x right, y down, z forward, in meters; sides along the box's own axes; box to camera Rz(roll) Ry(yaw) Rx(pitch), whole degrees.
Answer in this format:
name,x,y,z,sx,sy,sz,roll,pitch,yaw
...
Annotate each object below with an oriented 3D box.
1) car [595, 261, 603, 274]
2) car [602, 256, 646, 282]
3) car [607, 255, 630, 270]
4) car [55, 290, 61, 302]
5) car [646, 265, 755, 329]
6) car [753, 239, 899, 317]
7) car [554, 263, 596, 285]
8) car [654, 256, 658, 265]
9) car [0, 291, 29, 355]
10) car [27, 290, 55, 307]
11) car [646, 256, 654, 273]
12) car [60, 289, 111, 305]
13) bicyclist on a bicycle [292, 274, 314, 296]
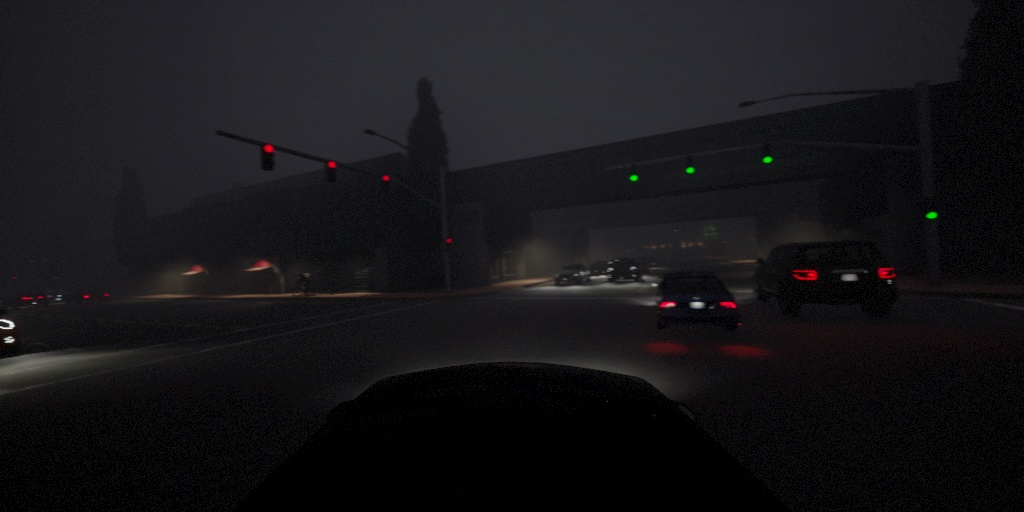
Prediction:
name,x,y,z,sx,sy,sz,roll,pitch,yaw
car,8.783,1.197,35.695,1.994,1.385,4.181,-3,-1,25
car,8.433,0.912,26.689,2.097,1.767,4.553,-3,-1,25
car,14.046,0.824,46.997,2.097,1.767,4.553,-3,-1,25
car,-48.853,4.293,38.021,4.718,1.301,1.895,-3,-1,26
car,5.105,1.116,10.347,2.033,1.411,5.357,-3,-1,22
car,9.232,0.580,11.140,2.150,2.045,5.566,-3,-1,23
car,4.605,1.288,26.734,1.812,1.442,4.674,-3,-1,25
car,18.316,0.762,47.833,1.837,1.490,4.892,-3,-1,25
car,-16.395,2.053,10.262,4.553,1.767,2.097,-3,-1,25
car,-41.265,3.720,30.429,4.892,1.490,1.837,-3,-1,27
car,12.185,0.934,34.726,2.128,1.511,4.902,-3,0,25
car,-39.841,3.774,33.635,4.718,1.301,1.895,-3,-1,27
bicyclist on a bicycle,-15.358,2.112,26.364,0.582,1.620,1.656,-3,0,26
